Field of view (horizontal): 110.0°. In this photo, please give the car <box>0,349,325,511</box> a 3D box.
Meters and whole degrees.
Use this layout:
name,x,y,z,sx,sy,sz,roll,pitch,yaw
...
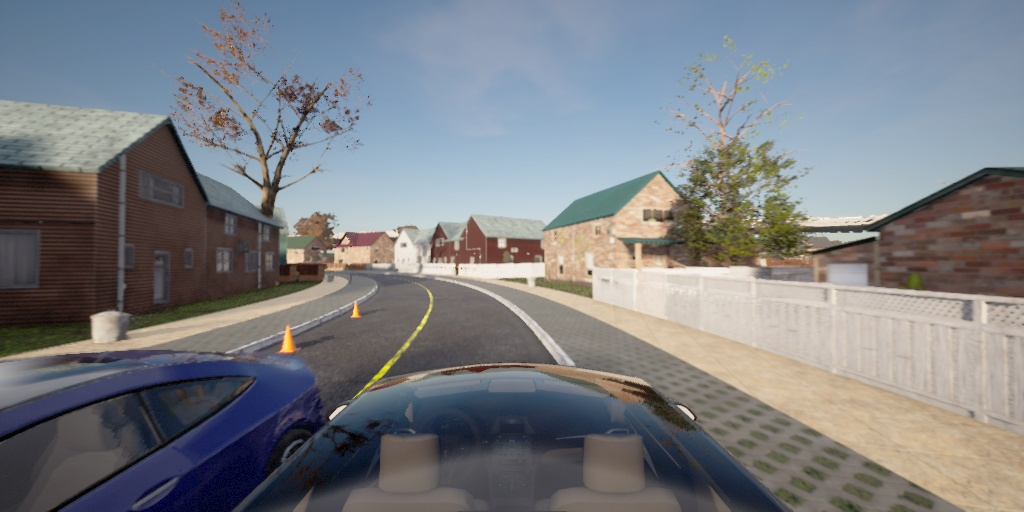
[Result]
name,x,y,z,sx,sy,sz,roll,pitch,yaw
car,-2.532,1.287,1.397,1.812,1.442,4.674,0,-1,-1

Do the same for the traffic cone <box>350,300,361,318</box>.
name,x,y,z,sx,sy,sz,roll,pitch,yaw
traffic cone,-5.504,1.857,12.648,0.340,0.580,0.340,0,0,-9

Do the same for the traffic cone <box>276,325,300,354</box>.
name,x,y,z,sx,sy,sz,roll,pitch,yaw
traffic cone,-4.898,1.801,7.848,0.340,0.580,0.340,0,0,-5
